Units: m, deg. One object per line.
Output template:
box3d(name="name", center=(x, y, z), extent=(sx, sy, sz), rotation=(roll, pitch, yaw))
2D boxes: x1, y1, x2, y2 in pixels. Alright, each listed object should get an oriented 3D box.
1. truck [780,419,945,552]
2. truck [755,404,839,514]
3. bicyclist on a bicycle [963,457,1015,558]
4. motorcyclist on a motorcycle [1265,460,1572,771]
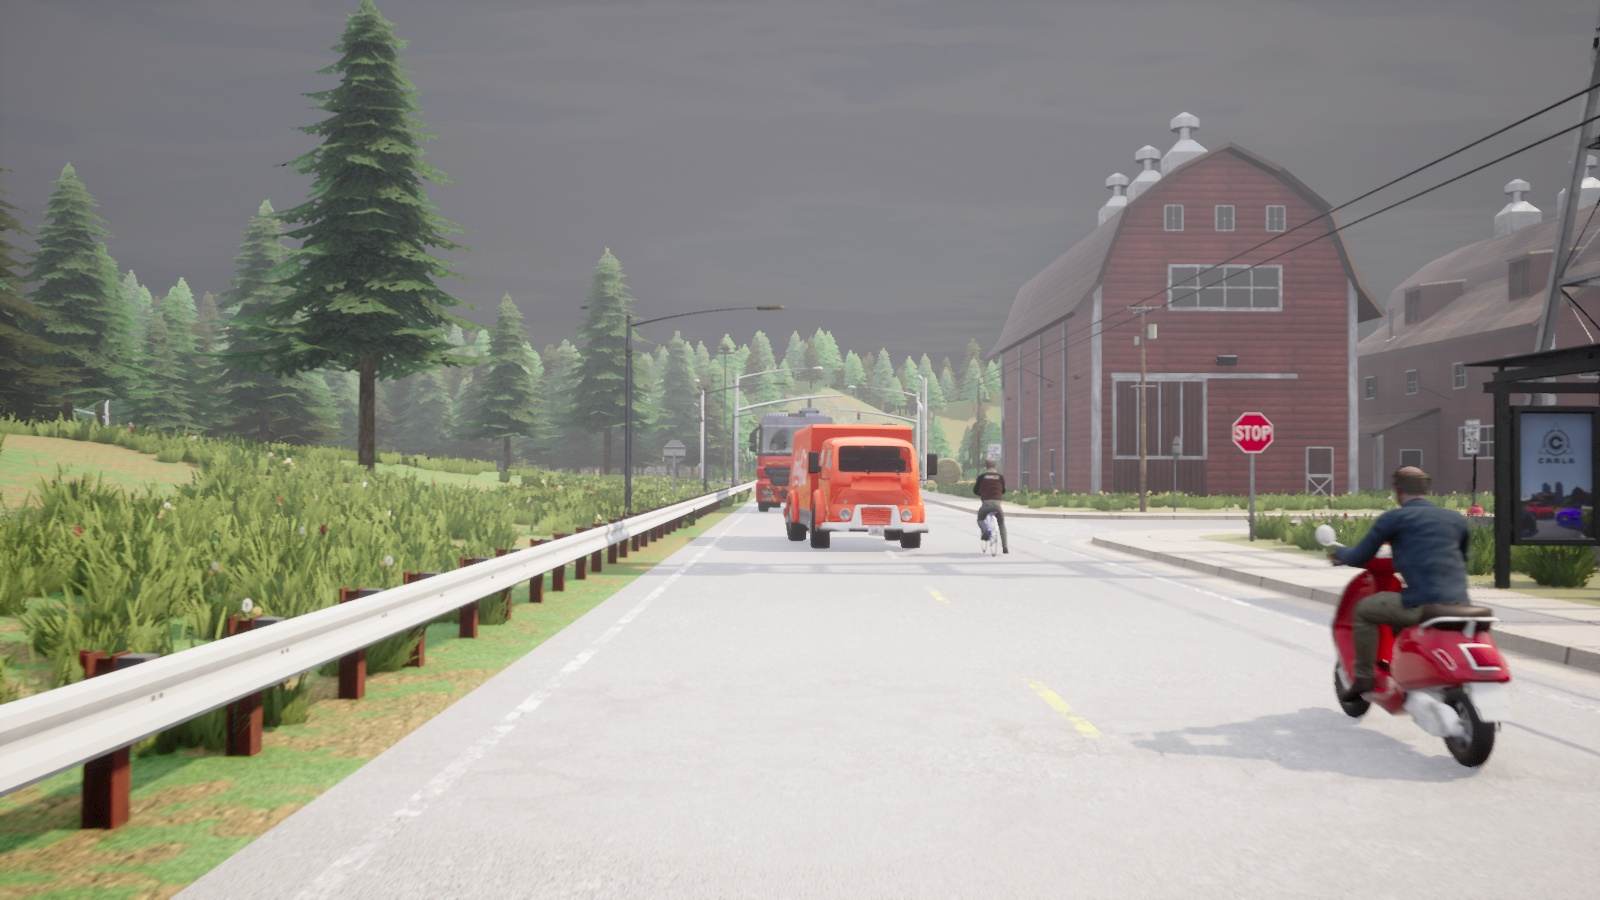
box3d(name="truck", center=(1.142, 0.717, 26.047), extent=(2.627, 2.467, 5.204), rotation=(0, -1, -6))
box3d(name="truck", center=(-0.116, 0.380, 48.125), extent=(2.891, 3.827, 8.468), rotation=(0, -1, 0))
box3d(name="bicyclist on a bicycle", center=(3.446, 1.018, 22.967), extent=(0.659, 1.776, 1.843), rotation=(0, -1, 0))
box3d(name="motorcyclist on a motorcycle", center=(3.515, 0.864, 7.365), extent=(0.866, 1.590, 1.817), rotation=(0, -1, -1))
